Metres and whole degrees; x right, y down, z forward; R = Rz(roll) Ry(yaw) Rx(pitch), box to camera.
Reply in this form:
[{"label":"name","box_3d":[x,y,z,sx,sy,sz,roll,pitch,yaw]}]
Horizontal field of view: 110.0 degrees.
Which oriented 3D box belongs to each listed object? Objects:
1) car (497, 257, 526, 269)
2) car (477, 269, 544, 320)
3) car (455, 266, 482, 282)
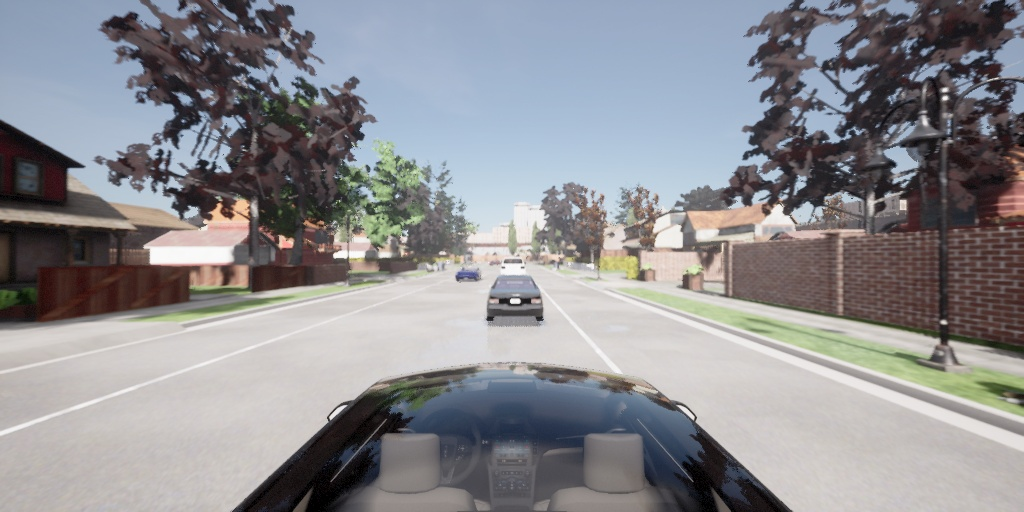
[{"label":"car","box_3d":[0.089,1.112,31.814,2.150,2.045,5.566,0,0,0]},{"label":"car","box_3d":[0.092,1.356,12.794,2.033,1.411,5.357,0,0,0]},{"label":"car","box_3d":[-3.608,1.487,30.407,1.895,1.301,4.718,0,0,0]}]
